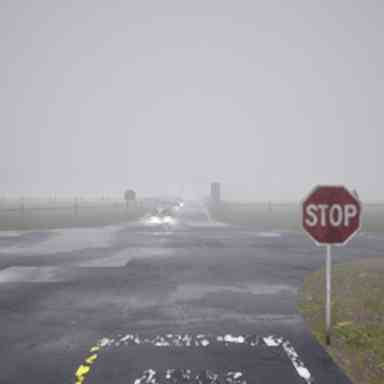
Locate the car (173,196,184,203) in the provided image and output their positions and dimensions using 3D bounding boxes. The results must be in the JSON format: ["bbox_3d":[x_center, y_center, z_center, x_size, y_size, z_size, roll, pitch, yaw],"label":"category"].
[{"bbox_3d":[-2.610,1.418,65.638,1.895,1.301,4.718,0,0,0],"label":"car"}]

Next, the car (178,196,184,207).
[{"bbox_3d":[-2.731,1.391,48.873,2.033,1.411,5.357,0,0,0],"label":"car"}]

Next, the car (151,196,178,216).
[{"bbox_3d":[-2.781,1.407,31.588,2.128,1.511,4.902,0,0,0],"label":"car"}]
